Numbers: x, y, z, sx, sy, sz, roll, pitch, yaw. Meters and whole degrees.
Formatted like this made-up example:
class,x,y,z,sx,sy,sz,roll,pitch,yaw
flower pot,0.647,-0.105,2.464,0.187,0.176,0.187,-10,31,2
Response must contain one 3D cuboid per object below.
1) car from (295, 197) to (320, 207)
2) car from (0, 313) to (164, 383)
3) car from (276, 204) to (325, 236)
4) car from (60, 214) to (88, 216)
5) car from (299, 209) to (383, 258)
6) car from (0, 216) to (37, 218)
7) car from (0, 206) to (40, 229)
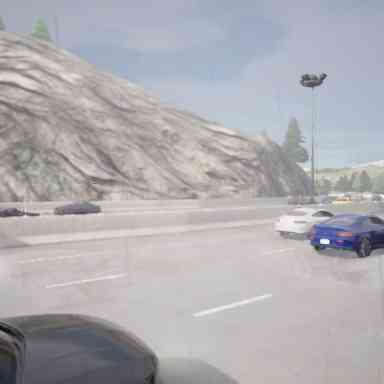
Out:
class,x,y,z,sx,sy,sz,roll,pitch,yaw
car,17.830,1.563,51.170,1.994,1.385,4.181,0,0,44
car,-2.458,1.505,1.992,4.892,1.490,1.837,0,0,-36
car,6.210,1.525,16.996,4.674,1.442,1.812,0,0,-37
car,-10.523,1.562,30.972,4.181,1.385,1.994,0,0,-36
car,6.371,1.526,12.724,4.674,1.442,1.812,0,0,-37
car,-10.967,1.599,17.674,4.718,1.301,1.895,0,0,-36
car,-12.327,1.599,21.006,4.718,1.301,1.895,0,0,-36
